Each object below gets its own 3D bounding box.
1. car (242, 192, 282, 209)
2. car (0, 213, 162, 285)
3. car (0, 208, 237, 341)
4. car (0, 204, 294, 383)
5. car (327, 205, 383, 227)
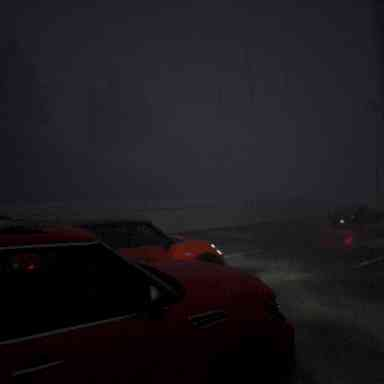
[{"bbox_3d":[9.240,1.050,43.689,5.566,2.045,2.150,-1,0,-41],"label":"car"},{"bbox_3d":[-3.393,1.519,10.082,4.674,1.442,1.812,0,0,-36],"label":"car"},{"bbox_3d":[-1.425,1.342,7.202,4.553,1.767,2.097,0,0,-36],"label":"car"},{"bbox_3d":[-1.579,1.225,2.706,5.566,2.045,2.150,-1,0,-36],"label":"car"},{"bbox_3d":[10.811,1.481,21.664,4.718,1.301,1.895,0,0,-41],"label":"car"}]
